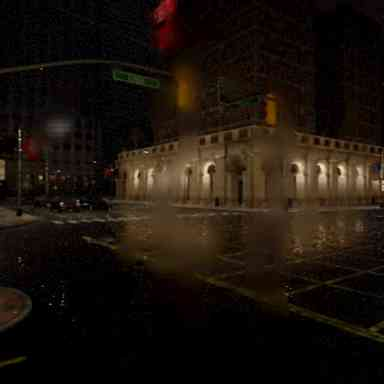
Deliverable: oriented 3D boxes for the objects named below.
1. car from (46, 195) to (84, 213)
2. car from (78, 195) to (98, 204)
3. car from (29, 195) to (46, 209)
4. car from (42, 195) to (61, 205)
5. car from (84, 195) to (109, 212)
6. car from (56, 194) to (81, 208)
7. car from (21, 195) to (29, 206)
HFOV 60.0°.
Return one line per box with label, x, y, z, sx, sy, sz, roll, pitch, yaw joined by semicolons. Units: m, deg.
car;-13.349;1.221;34.912;2.097;1.767;4.553;0;0;-36
car;-19.032;1.272;60.678;2.128;1.511;4.902;0;0;-36
car;-18.788;1.328;42.273;2.128;1.511;4.902;0;0;-36
car;-22.852;1.319;53.883;1.812;1.442;4.674;0;0;-36
car;-11.104;1.342;37.757;1.882;1.535;5.008;0;0;-37
car;-16.990;1.181;45.751;2.097;1.767;4.553;0;0;-36
car;-24.603;1.306;50.302;1.837;1.490;4.892;0;0;-36
